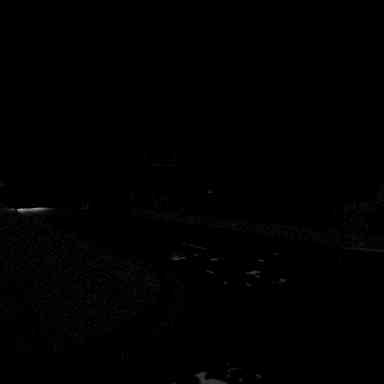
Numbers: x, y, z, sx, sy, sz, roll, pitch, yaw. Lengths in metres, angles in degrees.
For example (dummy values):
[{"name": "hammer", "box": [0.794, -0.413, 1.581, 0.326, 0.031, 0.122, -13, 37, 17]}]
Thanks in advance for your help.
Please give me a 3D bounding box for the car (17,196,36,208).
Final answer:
[{"name": "car", "box": [-22.033, 1.325, 44.166, 1.837, 1.490, 4.892, -2, 2, -34]}]
